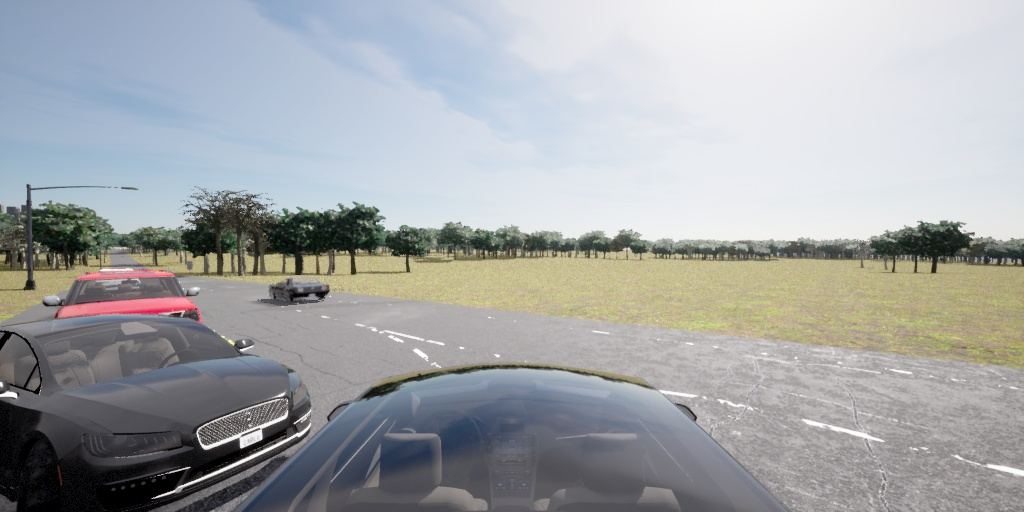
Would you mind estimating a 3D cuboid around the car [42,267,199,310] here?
[{"bbox_3d":[-9.340,1.386,8.740,5.566,2.045,2.150,-2,0,42],"label":"car"}]

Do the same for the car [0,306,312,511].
[{"bbox_3d":[-4.502,1.445,4.019,4.892,1.490,1.837,-3,-3,22],"label":"car"}]

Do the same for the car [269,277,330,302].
[{"bbox_3d":[-12.531,1.880,20.972,4.718,1.301,1.895,-2,0,42],"label":"car"}]
